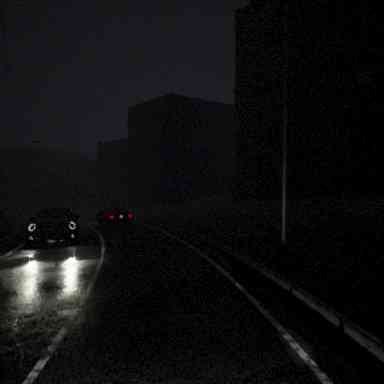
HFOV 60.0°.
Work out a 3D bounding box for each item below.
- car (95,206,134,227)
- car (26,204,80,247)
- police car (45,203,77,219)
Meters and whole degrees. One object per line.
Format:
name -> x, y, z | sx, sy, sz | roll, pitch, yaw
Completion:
car -> -5.775, 1.736, 24.393 | 2.033, 1.411, 5.357 | -1, 0, -25
car -> -6.486, 1.481, 15.834 | 2.097, 1.767, 4.553 | -1, -1, -19
police car -> -15.507, 2.220, 39.179 | 2.038, 1.542, 4.974 | -3, -1, -40
